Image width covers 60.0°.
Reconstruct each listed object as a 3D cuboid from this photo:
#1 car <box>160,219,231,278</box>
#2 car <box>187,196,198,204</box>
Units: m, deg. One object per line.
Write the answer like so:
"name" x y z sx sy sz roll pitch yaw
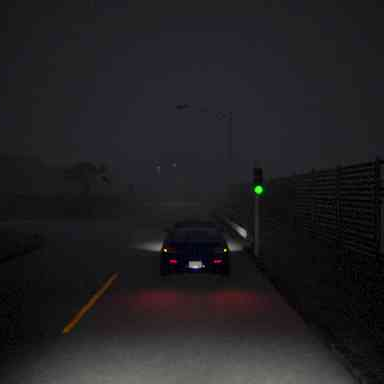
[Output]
"car" 0.087 1.532 10.046 1.812 1.442 4.674 0 0 0
"car" 0.045 1.543 64.949 1.837 1.490 4.892 0 0 0
